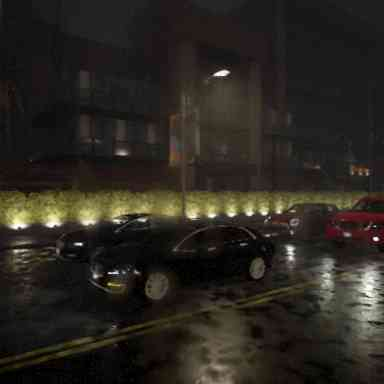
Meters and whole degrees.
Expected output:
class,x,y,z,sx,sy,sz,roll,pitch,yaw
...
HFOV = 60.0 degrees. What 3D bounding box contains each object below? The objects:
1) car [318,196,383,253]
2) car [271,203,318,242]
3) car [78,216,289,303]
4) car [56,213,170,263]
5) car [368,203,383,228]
class,x,y,z,sx,sy,sz,roll,pitch,yaw
car,7.983,1.213,13.819,5.566,2.045,2.150,0,0,-35
car,5.634,1.336,16.452,4.553,1.767,2.097,0,0,-35
car,-0.004,1.493,8.248,4.892,1.490,1.837,0,0,-35
car,-1.923,1.473,11.177,4.902,1.511,2.128,0,0,-35
car,14.136,1.510,22.304,4.902,1.511,2.128,0,0,-35
